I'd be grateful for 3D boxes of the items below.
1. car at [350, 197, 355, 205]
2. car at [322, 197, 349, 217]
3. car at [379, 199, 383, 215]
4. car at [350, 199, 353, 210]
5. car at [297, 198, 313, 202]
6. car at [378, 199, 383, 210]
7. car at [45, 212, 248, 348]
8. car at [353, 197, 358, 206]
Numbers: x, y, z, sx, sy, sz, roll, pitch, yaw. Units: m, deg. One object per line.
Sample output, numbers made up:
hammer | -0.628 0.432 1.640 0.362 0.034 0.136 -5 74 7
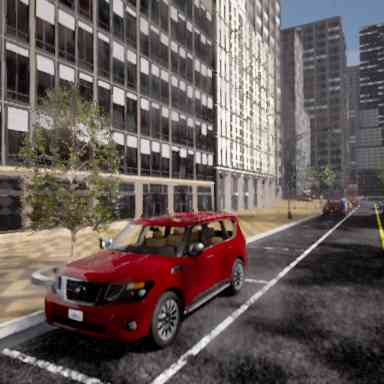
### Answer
car | 23.262 1.938 50.529 1.752 1.417 4.829 -1 -1 28
car | 15.422 1.625 36.066 2.192 1.841 5.009 -1 -1 28
car | 22.006 1.735 36.646 1.882 1.535 5.008 -1 0 29
car | 20.704 1.962 45.806 1.802 1.307 4.206 -1 -1 28
car | 30.615 2.204 89.920 4.206 1.307 1.802 0 -1 30
car | 29.721 1.851 50.985 2.128 1.511 4.902 -1 -1 28
car | -0.420 1.406 6.835 2.192 1.841 5.009 -1 -1 29
car | 31.387 1.830 65.226 2.192 1.841 5.009 -1 -1 28
